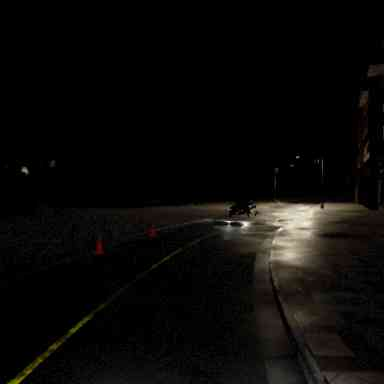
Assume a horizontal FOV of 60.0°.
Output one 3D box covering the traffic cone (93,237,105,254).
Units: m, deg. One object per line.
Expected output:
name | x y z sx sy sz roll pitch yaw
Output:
traffic cone | -3.462 1.997 12.424 0.340 0.580 0.340 0 0 13

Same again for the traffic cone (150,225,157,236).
traffic cone | -2.054 2.019 17.462 0.340 0.580 0.340 0 0 18

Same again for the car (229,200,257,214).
car | 4.845 1.497 31.084 1.837 1.490 4.892 0 0 23
